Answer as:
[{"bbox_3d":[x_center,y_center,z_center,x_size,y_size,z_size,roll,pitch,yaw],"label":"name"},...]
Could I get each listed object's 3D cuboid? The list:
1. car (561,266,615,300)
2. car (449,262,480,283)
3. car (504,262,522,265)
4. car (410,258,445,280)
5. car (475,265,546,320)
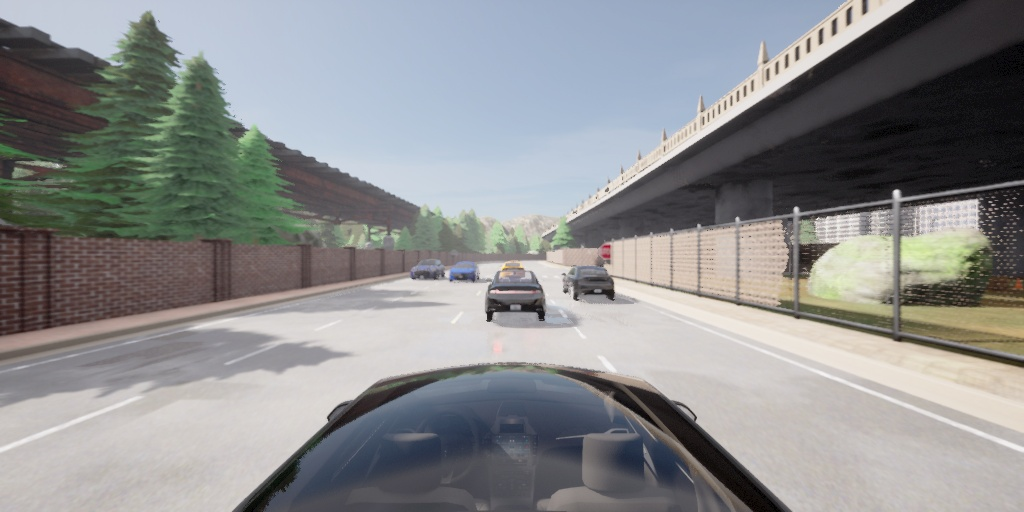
[{"bbox_3d":[3.599,1.225,17.444,1.837,1.490,4.892,0,0,0],"label":"car"},{"bbox_3d":[-3.535,1.179,27.351,1.882,1.535,5.008,0,0,1],"label":"car"},{"bbox_3d":[0.086,1.177,28.481,1.882,1.535,5.008,0,0,1],"label":"car"},{"bbox_3d":[-7.005,1.046,30.163,2.097,1.767,4.553,0,0,0],"label":"car"},{"bbox_3d":[0.100,1.221,12.421,2.128,1.511,4.902,0,0,0],"label":"car"}]
